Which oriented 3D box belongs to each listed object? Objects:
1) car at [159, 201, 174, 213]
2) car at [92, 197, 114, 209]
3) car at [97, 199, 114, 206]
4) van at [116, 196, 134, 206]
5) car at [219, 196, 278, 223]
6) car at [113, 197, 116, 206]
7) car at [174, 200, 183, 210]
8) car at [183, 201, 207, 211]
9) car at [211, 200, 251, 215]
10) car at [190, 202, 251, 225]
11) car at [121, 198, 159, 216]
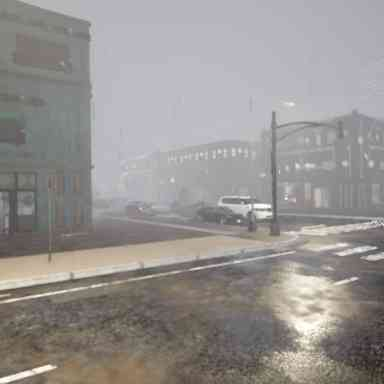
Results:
[{"bbox_3d":[-4.484,1.890,39.538,1.895,1.301,4.718,-1,0,-35],"label":"car"},{"bbox_3d":[-15.085,2.014,54.808,1.882,1.535,5.008,-1,0,-35],"label":"car"},{"bbox_3d":[-18.012,2.090,68.868,1.887,1.381,4.507,-2,0,-35],"label":"car"},{"bbox_3d":[-11.658,1.768,59.806,1.690,1.788,3.998,-2,0,-35],"label":"van"},{"bbox_3d":[4.321,1.335,26.977,2.150,2.045,5.566,-1,0,-35],"label":"car"},{"bbox_3d":[-14.838,1.802,64.336,2.192,1.841,5.009,-2,0,-35],"label":"car"},{"bbox_3d":[-2.111,1.826,46.215,1.802,1.307,4.206,-2,0,-35],"label":"car"},{"bbox_3d":[1.068,1.764,41.685,1.802,1.307,4.206,-2,0,-35],"label":"car"},{"bbox_3d":[4.247,1.669,37.154,2.008,1.369,4.403,-2,0,-35],"label":"car"},{"bbox_3d":[2.083,1.722,25.441,1.947,1.339,4.313,-2,0,-35],"label":"car"},{"bbox_3d":[-5.793,1.755,36.868,1.967,1.590,4.097,-2,0,-35],"label":"car"}]
